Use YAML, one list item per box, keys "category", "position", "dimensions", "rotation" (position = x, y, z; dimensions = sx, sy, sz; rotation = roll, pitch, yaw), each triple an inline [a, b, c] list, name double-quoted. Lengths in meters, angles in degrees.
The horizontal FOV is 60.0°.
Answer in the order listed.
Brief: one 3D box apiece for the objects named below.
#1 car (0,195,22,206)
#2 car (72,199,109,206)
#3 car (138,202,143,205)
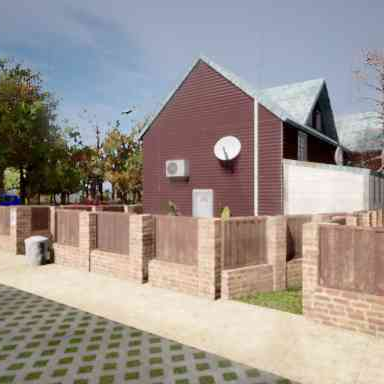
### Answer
- category: "car"
  position: [-17.044, 1.271, 27.506]
  dimensions: [2.150, 2.045, 5.566]
  rotation: [0, 0, 36]
- category: "car"
  position: [-11.147, 1.561, 35.755]
  dimensions: [1.882, 1.535, 5.008]
  rotation: [0, 0, 35]
- category: "car"
  position: [-5.107, 1.607, 44.186]
  dimensions: [2.128, 1.511, 4.902]
  rotation: [0, 0, 36]
